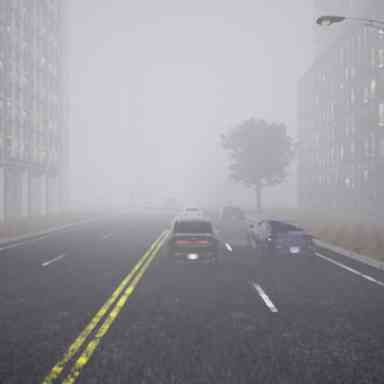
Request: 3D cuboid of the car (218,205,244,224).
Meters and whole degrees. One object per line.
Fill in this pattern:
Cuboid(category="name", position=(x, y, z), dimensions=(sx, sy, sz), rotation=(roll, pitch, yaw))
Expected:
Cuboid(category="car", position=(3.311, 1.855, 28.457), dimensions=(1.882, 1.535, 5.008), rotation=(0, 0, 0))

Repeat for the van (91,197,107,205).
Cuboid(category="van", position=(-22.635, 2.200, 80.441), dimensions=(3.998, 1.788, 1.690), rotation=(0, 0, 1))

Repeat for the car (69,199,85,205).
Cuboid(category="car", position=(-28.175, 2.378, 80.487), dimensions=(4.507, 1.381, 1.887), rotation=(0, 0, 1))

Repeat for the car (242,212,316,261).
Cuboid(category="car", position=(3.305, 1.701, 12.940), dimensions=(1.812, 1.442, 4.674), rotation=(0, -1, 0))

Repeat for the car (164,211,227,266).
Cuboid(category="car", position=(0.048, 1.672, 12.244), dimensions=(1.837, 1.490, 4.892), rotation=(0, 0, 1))

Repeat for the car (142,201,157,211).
Cuboid(category="car", position=(-6.567, 2.185, 51.543), dimensions=(1.812, 1.442, 4.674), rotation=(0, -1, 0))

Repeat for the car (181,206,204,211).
Cuboid(category="car", position=(0.057, 1.896, 27.979), dimensions=(1.812, 1.442, 4.674), rotation=(0, -1, 0))

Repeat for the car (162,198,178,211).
Cuboid(category="car", position=(-3.318, 1.885, 51.604), dimensions=(2.150, 2.045, 5.566), rotation=(0, -1, 0))
